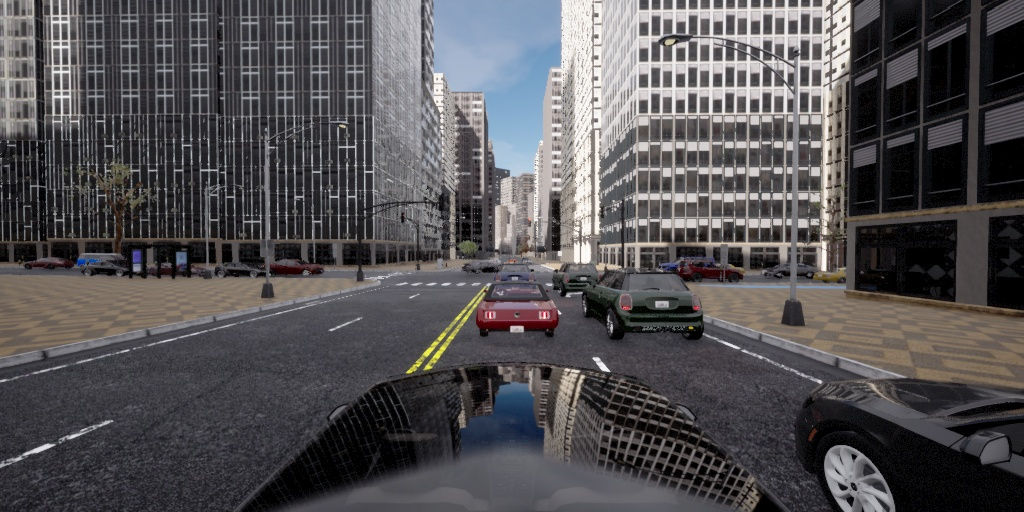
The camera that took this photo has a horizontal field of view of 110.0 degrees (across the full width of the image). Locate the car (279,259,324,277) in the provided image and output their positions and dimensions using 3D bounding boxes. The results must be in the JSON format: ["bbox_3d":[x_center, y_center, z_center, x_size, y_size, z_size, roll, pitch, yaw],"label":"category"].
[{"bbox_3d":[-19.968,1.066,32.970,5.008,1.535,1.882,1,1,2],"label":"car"}]

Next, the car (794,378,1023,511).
[{"bbox_3d":[3.343,1.255,1.078,1.837,1.490,4.892,0,0,0],"label":"car"}]

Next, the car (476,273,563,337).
[{"bbox_3d":[0.115,1.347,10.229,1.895,1.301,4.718,0,0,0],"label":"car"}]

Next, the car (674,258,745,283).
[{"bbox_3d":[16.250,1.269,29.721,5.009,1.841,2.192,0,0,1],"label":"car"}]

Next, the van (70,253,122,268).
[{"bbox_3d":[-45.211,0.605,39.344,3.998,1.789,1.690,0,0,1],"label":"van"}]

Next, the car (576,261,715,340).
[{"bbox_3d":[3.359,1.098,10.133,2.097,1.767,4.553,0,0,0],"label":"car"}]

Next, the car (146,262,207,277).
[{"bbox_3d":[-28.357,1.138,30.475,4.207,1.307,1.802,0,0,1],"label":"car"}]

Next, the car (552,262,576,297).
[{"bbox_3d":[3.384,1.093,19.070,2.097,1.767,4.553,0,0,0],"label":"car"}]

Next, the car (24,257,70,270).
[{"bbox_3d":[-50.893,0.794,39.471,4.207,1.307,1.802,0,0,1],"label":"car"}]

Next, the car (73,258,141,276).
[{"bbox_3d":[-34.038,1.070,30.660,4.313,1.339,1.948,0,0,1],"label":"car"}]

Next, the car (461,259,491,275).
[{"bbox_3d":[-2.969,1.158,37.328,4.902,1.511,2.128,0,2,-44],"label":"car"}]

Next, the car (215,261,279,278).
[{"bbox_3d":[-22.674,1.174,30.330,4.313,1.339,1.948,0,0,1],"label":"car"}]

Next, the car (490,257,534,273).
[{"bbox_3d":[0.135,1.092,19.223,2.097,1.767,4.553,0,0,0],"label":"car"}]

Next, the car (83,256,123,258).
[{"bbox_3d":[-36.321,0.966,33.345,4.674,1.442,1.812,0,1,1],"label":"car"}]

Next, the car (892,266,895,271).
[{"bbox_3d":[33.168,1.684,29.395,4.207,1.307,1.802,0,0,1],"label":"car"}]

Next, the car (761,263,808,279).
[{"bbox_3d":[27.230,1.448,35.283,4.902,1.511,2.128,0,1,1],"label":"car"}]

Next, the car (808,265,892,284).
[{"bbox_3d":[27.698,1.579,29.500,4.829,1.417,1.751,0,0,1],"label":"car"}]
